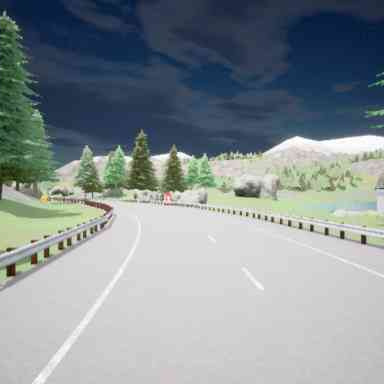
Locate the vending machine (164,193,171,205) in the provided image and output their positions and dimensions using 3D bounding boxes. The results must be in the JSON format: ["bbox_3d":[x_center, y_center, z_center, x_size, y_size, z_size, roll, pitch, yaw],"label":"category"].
[{"bbox_3d":[-4.217,1.178,57.360,1.100,2.100,0.880,0,0,-26],"label":"vending machine"}]
